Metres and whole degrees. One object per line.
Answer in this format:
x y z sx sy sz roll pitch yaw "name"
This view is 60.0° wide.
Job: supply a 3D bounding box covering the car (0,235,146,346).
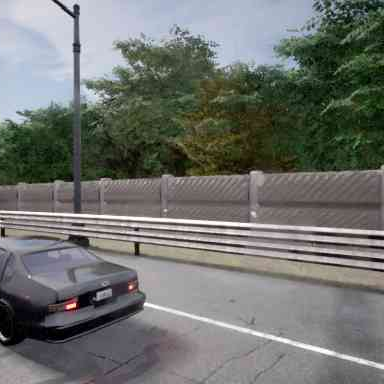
-3.321 1.569 6.376 5.357 1.411 2.033 0 0 36 "car"
